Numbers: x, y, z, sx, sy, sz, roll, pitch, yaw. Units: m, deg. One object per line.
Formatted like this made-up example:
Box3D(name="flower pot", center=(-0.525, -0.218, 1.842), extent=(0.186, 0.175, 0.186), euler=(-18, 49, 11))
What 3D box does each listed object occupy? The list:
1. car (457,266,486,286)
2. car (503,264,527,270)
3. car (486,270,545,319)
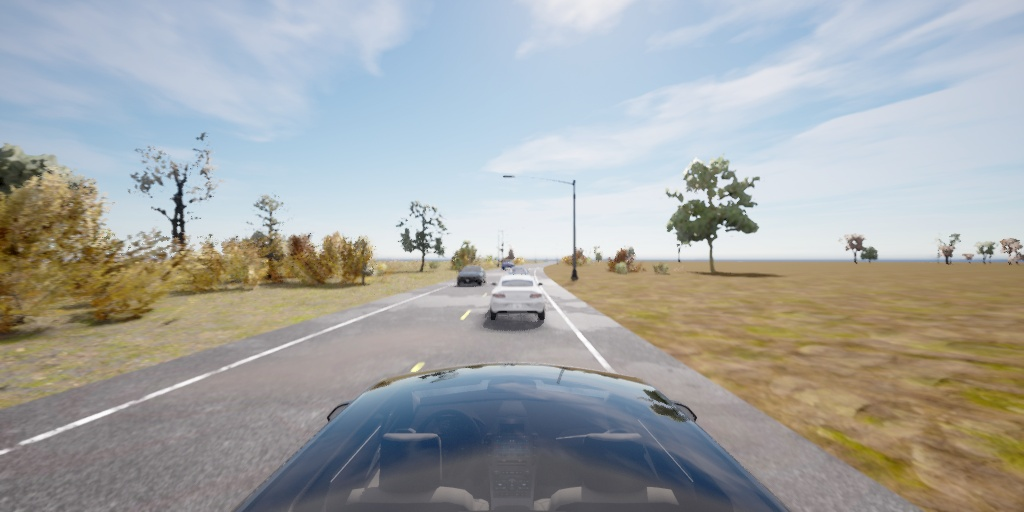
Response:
Box3D(name="car", center=(-3.145, 1.533, 28.620), extent=(1.882, 1.535, 5.008), euler=(0, -1, 2))
Box3D(name="car", center=(0.586, 1.619, 29.829), extent=(2.033, 1.411, 5.357), euler=(0, -1, 2))
Box3D(name="car", center=(0.191, 1.410, 13.354), extent=(1.812, 1.442, 4.674), euler=(0, -1, 1))
